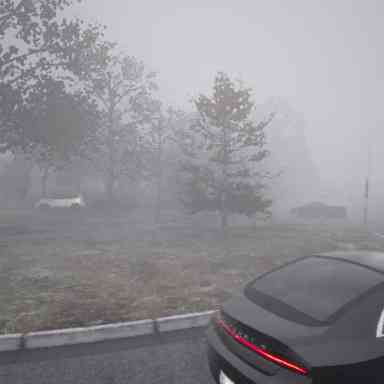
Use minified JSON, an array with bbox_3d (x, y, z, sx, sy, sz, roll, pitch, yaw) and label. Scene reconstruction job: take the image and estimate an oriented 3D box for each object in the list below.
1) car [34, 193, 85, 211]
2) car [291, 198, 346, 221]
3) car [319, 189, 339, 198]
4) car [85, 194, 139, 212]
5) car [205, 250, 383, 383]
[{"bbox_3d":[-15.368,1.150,38.906,5.566,2.045,2.150,0,0,-24],"label":"car"},{"bbox_3d":[10.390,1.495,27.713,1.882,1.535,5.008,1,0,-24],"label":"car"},{"bbox_3d":[21.747,0.179,52.641,2.033,1.411,5.357,0,5,37],"label":"car"},{"bbox_3d":[-8.819,1.229,37.769,5.566,2.045,2.150,1,0,-9],"label":"car"},{"bbox_3d":[2.533,1.504,4.049,4.892,1.490,1.837,0,1,-25],"label":"car"}]
